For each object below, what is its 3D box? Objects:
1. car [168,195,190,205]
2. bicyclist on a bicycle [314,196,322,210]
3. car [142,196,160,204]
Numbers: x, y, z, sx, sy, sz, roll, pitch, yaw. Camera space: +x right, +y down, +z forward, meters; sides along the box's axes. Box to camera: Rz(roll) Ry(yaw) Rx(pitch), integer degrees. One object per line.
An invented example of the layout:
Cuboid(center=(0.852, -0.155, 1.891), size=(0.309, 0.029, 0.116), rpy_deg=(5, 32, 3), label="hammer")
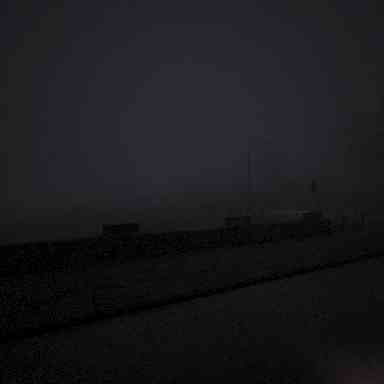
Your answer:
Cuboid(center=(-2.311, 1.352, 57.291), size=(2.097, 1.767, 4.553), rpy_deg=(0, 0, -35), label="car")
Cuboid(center=(15.178, 1.349, 40.088), size=(1.656, 1.620, 0.582), rpy_deg=(0, 0, -35), label="bicyclist on a bicycle")
Cuboid(center=(-8.183, 1.478, 65.443), size=(1.882, 1.535, 5.008), rpy_deg=(0, 0, -35), label="car")
